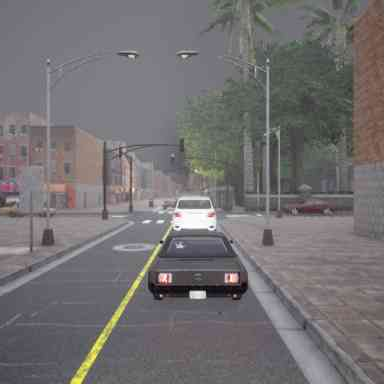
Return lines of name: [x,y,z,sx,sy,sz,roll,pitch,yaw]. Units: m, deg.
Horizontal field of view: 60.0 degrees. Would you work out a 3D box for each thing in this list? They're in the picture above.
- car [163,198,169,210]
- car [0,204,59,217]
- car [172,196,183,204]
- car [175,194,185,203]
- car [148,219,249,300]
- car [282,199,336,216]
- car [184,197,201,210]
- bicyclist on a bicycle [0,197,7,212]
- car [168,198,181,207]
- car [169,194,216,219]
car: [-2.790,1.564,44.547,1.812,1.442,4.674,0,0,0]
car: [-14.403,1.573,29.666,4.829,1.417,1.752,0,0,0]
car: [-2.724,1.540,63.836,1.882,1.535,5.008,0,0,1]
car: [-2.656,1.406,73.971,2.097,1.767,4.553,0,0,0]
car: [0.111,1.603,8.332,1.895,1.301,4.718,0,0,0]
car: [11.335,1.467,32.406,5.008,1.535,1.882,0,0,0]
car: [0.094,1.530,44.792,2.128,1.511,4.902,0,0,1]
bicyclist on a bicycle: [-20.098,1.373,35.313,0.582,1.620,1.656,0,0,0]
car: [-2.773,1.651,53.723,1.895,1.301,4.718,0,0,0]
car: [0.128,1.230,18.096,2.150,2.045,5.566,0,0,0]
